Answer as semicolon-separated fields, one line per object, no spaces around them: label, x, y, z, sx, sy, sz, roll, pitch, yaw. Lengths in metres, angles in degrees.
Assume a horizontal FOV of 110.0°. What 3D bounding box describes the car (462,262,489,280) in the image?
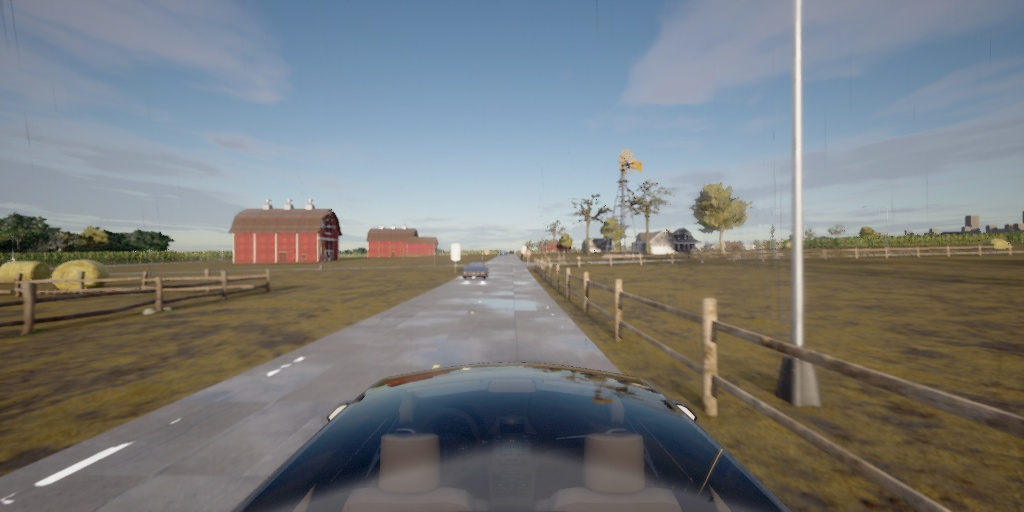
car;-2.849;1.165;29.380;2.033;1.411;5.357;0;1;0
